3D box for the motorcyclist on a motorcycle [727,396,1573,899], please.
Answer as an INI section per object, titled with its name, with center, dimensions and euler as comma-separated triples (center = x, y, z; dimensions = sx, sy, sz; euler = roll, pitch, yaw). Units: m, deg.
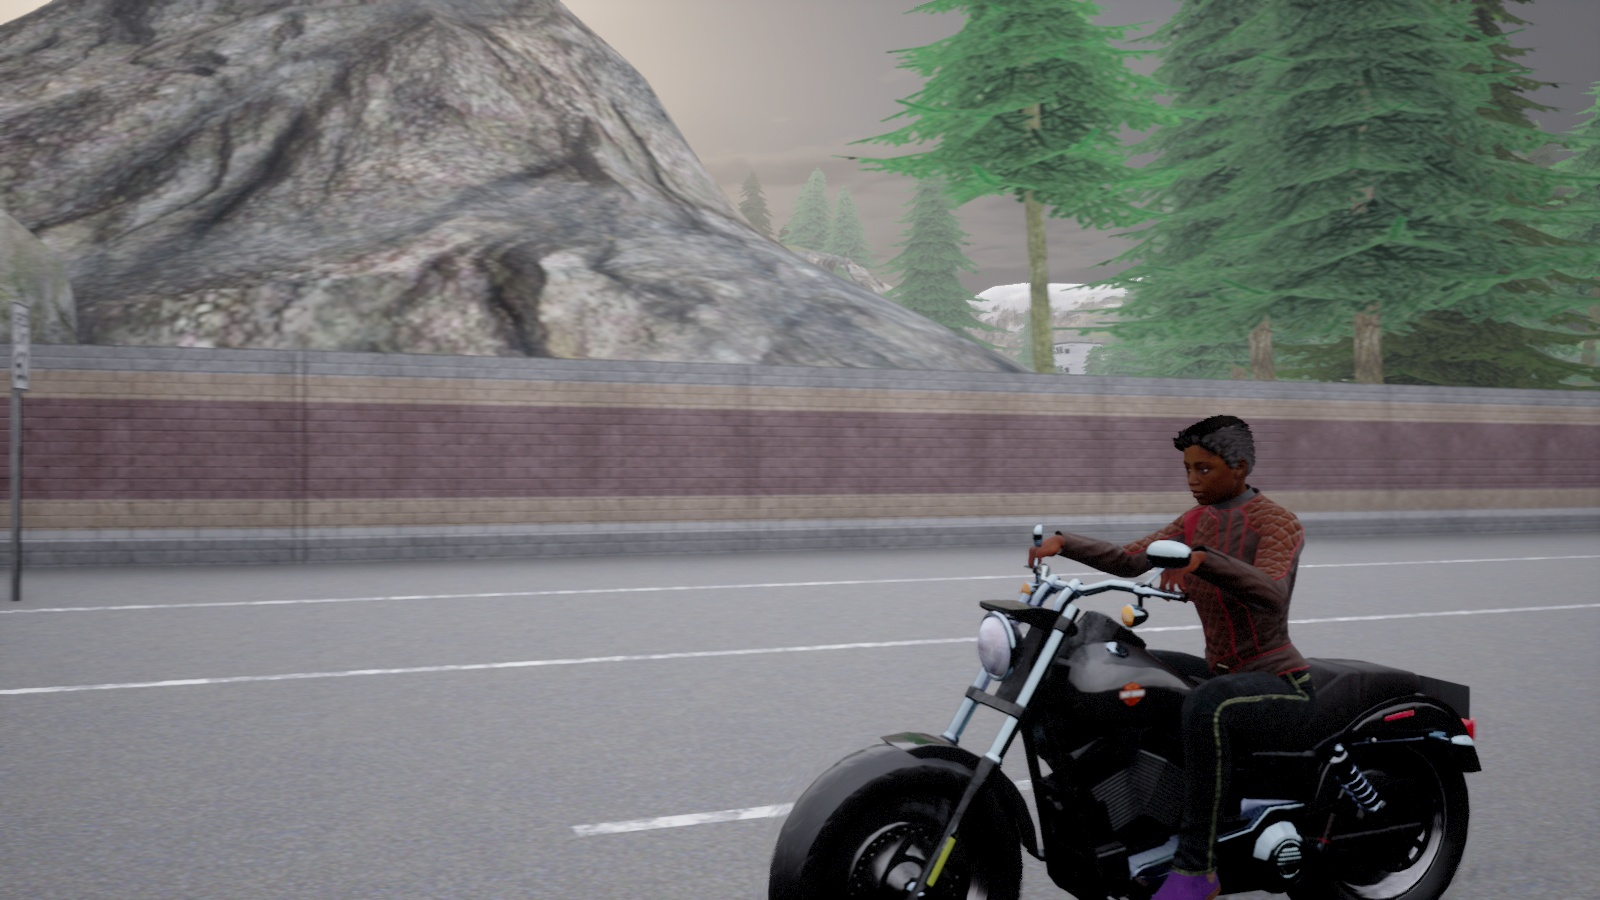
[motorcyclist on a motorcycle]
center = 1.038, 0.682, 3.634
dimensions = 2.350, 1.649, 0.766
euler = -1, 1, -21
